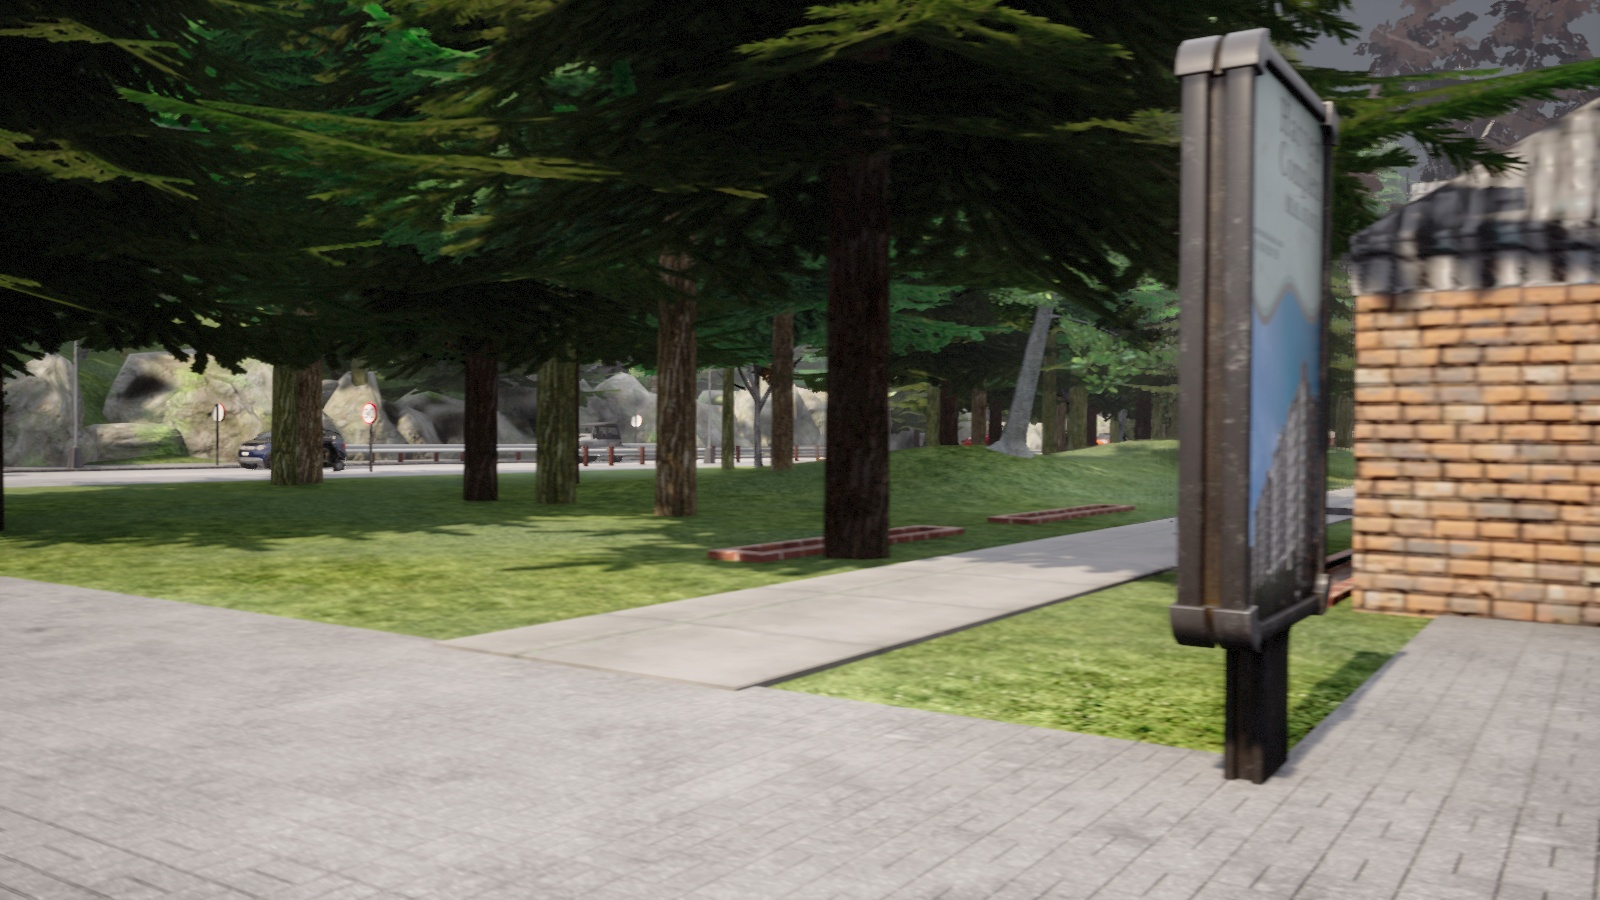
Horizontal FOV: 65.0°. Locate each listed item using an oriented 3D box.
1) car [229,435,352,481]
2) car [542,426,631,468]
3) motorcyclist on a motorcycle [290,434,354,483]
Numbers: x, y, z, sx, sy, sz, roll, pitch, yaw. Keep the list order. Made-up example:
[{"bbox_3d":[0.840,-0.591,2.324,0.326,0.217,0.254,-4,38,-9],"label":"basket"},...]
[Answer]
[{"bbox_3d":[-18.223,0.261,45.051,1.789,1.549,3.705,0,1,33],"label":"car"},{"bbox_3d":[-9.816,-0.173,57.869,1.905,1.878,3.866,0,1,33],"label":"car"},{"bbox_3d":[-15.778,0.262,41.485,0.866,1.590,1.817,0,1,33],"label":"motorcyclist on a motorcycle"}]
